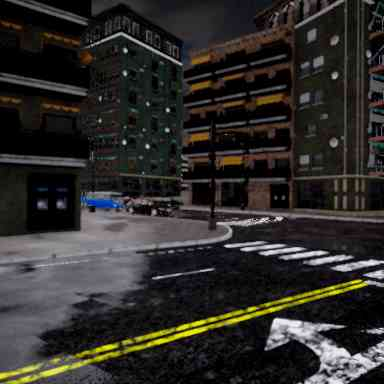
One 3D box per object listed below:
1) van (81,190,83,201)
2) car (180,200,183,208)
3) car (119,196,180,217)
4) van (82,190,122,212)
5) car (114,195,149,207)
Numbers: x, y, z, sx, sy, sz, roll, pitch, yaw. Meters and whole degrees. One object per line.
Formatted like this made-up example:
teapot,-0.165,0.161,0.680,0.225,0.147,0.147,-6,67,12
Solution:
van,-16.300,0.606,47.181,3.998,1.788,1.690,2,-1,36
car,-2.971,1.201,37.335,4.403,1.369,2.008,2,-1,36
car,-3.527,1.244,27.331,4.403,1.369,2.008,2,-1,36
van,-7.965,0.906,30.615,3.998,1.788,1.690,2,-1,36
car,-7.417,1.104,40.616,4.206,1.307,1.802,2,-1,36
